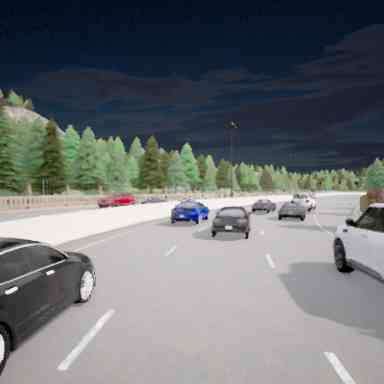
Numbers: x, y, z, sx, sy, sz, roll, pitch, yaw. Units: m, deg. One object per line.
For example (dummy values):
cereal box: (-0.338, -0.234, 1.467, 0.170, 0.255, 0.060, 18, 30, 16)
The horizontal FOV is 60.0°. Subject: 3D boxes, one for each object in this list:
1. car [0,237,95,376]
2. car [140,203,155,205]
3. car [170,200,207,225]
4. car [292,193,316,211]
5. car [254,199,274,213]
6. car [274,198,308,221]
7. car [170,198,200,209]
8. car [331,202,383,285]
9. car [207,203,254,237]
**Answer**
car: (-3.077, 1.467, 5.189, 1.837, 1.490, 4.892, 0, 0, 4)
car: (-4.861, 1.362, 41.758, 1.994, 1.385, 4.181, 0, 0, 24)
car: (-0.017, 1.377, 23.517, 1.882, 1.535, 5.008, 0, 0, 15)
car: (13.016, 1.124, 38.792, 2.150, 2.045, 5.566, 0, 1, 27)
car: (7.638, 1.437, 35.055, 2.033, 1.411, 5.357, 0, 0, 23)
car: (8.106, 1.490, 26.936, 1.994, 1.385, 4.181, 0, 0, 20)
car: (-0.796, 1.417, 42.358, 1.895, 1.301, 4.718, 0, 0, 25)
car: (4.939, 1.217, 7.367, 2.150, 2.045, 5.566, 0, 0, 6)
car: (2.146, 1.462, 17.481, 1.812, 1.442, 4.674, 0, 0, 12)
